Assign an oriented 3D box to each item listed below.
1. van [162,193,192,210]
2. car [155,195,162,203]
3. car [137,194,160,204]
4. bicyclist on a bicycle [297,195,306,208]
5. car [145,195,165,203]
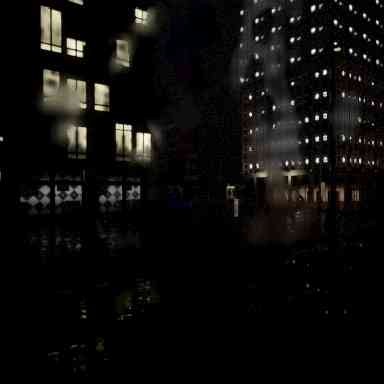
[{"bbox_3d":[-1.542,1.210,40.180,1.690,1.788,3.998,0,0,-34],"label":"van"},{"bbox_3d":[-3.935,1.035,58.637,2.192,1.841,5.009,0,0,-34],"label":"car"},{"bbox_3d":[-7.869,1.204,59.809,1.882,1.535,5.008,-1,1,-34],"label":"car"},{"bbox_3d":[12.848,1.118,39.129,1.656,1.620,0.582,-1,1,-34],"label":"bicyclist on a bicycle"},{"bbox_3d":[-7.045,1.238,63.222,1.887,1.381,4.507,0,0,-34],"label":"car"}]
